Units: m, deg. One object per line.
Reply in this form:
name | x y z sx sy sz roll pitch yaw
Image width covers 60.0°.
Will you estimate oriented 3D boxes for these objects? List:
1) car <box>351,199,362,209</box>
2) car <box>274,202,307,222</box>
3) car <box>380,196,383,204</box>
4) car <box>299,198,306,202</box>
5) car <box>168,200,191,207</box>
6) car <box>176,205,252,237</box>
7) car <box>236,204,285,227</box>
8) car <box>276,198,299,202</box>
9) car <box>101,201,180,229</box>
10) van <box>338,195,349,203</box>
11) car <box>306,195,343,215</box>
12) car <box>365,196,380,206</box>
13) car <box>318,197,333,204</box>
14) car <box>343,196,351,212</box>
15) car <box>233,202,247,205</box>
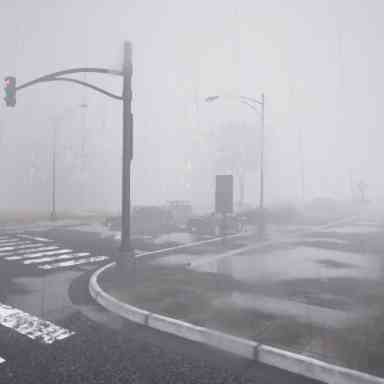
car | 24.900 1.773 51.291 1.967 1.590 4.097 1 0 36
car | 7.902 1.779 27.935 1.802 1.307 4.206 1 0 36
car | 41.333 1.784 73.659 2.192 1.841 5.009 1 0 36
car | 18.044 1.727 56.114 1.752 1.417 4.829 1 0 36
car | -1.675 1.481 29.485 1.967 1.590 4.097 1 0 36
car | 1.413 1.696 19.100 2.008 1.369 4.403 1 0 36
car | 4.659 1.737 23.518 1.947 1.339 4.313 1 0 36
car | 11.802 1.700 43.168 1.812 1.442 4.674 1 1 37
car | -3.458 1.599 22.461 2.033 1.411 5.357 1 0 36
van | 37.864 1.706 83.093 1.690 1.788 3.998 1 0 36
car | 15.112 1.569 37.821 2.192 1.841 5.009 1 0 36
car | 34.859 1.940 64.849 1.752 1.417 4.829 1 0 36
car | 28.004 1.849 69.672 1.947 1.339 4.313 1 0 36
car | 18.370 1.720 42.315 1.967 1.590 4.097 1 0 36
car | 4.507 1.716 33.301 1.895 1.301 4.718 1 0 36
